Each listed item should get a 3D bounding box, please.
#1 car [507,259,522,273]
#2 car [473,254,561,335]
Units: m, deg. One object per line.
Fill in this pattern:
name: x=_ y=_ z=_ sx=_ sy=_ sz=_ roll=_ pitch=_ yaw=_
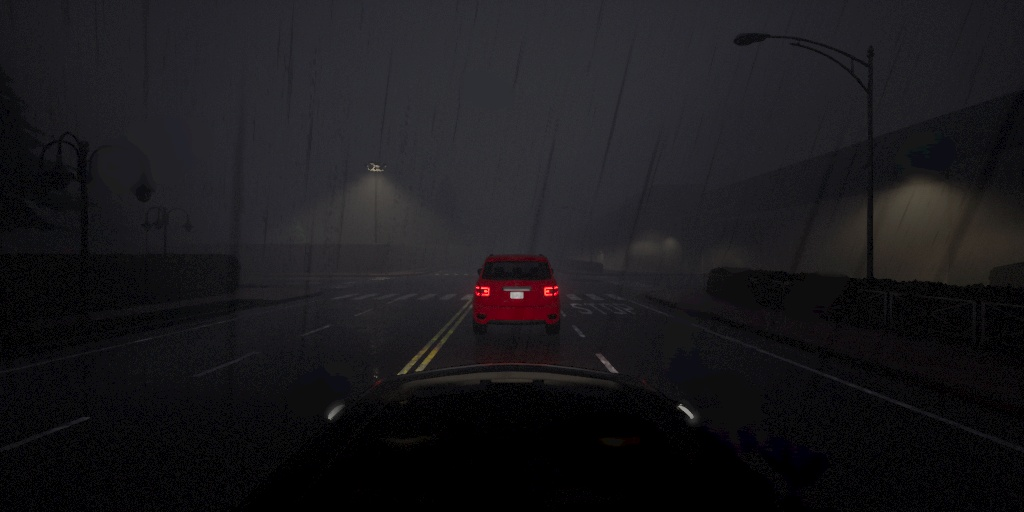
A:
car: x=0.317 y=1.228 z=45.553 sx=1.882 sy=1.535 sz=5.008 roll=0 pitch=0 yaw=1
car: x=0.113 y=0.971 z=10.698 sx=2.150 sy=2.045 sz=5.566 roll=0 pitch=0 yaw=0
